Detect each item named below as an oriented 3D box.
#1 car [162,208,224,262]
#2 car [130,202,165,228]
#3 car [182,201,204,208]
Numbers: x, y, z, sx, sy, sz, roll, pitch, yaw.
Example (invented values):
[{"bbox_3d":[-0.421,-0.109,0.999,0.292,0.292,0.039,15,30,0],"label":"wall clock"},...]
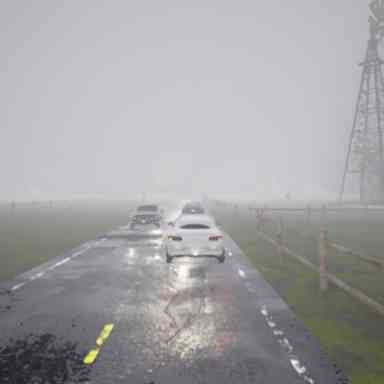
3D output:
[{"bbox_3d":[0.091,1.509,11.904,1.812,1.442,4.674,0,0,0],"label":"car"},{"bbox_3d":[-2.842,1.473,21.928,1.837,1.490,4.892,0,0,0],"label":"car"},{"bbox_3d":[0.091,1.519,29.902,1.994,1.385,4.181,0,0,0],"label":"car"}]
